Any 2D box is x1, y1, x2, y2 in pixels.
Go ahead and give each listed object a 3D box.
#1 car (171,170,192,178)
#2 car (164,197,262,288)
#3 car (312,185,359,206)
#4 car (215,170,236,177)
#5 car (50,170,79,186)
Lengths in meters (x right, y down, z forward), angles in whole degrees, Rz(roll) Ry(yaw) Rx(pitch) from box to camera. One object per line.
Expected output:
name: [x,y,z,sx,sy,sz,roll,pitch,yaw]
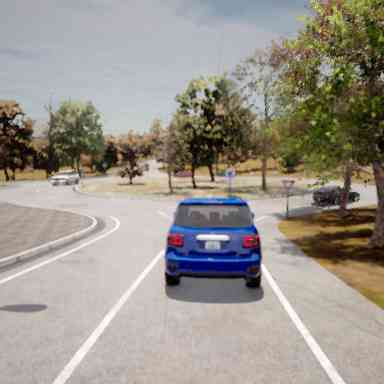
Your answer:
car: [-2.011,-3.438,63.687,4.181,1.385,1.994,0,6,-5]
car: [0.588,1.141,9.277,2.150,2.045,5.566,0,0,4]
car: [12.358,0.207,28.438,4.892,1.490,1.837,-4,8,-34]
car: [6.654,-3.707,66.177,4.181,1.385,1.994,2,6,21]
car: [-17.730,-1.990,46.551,2.150,2.045,5.566,0,6,3]
